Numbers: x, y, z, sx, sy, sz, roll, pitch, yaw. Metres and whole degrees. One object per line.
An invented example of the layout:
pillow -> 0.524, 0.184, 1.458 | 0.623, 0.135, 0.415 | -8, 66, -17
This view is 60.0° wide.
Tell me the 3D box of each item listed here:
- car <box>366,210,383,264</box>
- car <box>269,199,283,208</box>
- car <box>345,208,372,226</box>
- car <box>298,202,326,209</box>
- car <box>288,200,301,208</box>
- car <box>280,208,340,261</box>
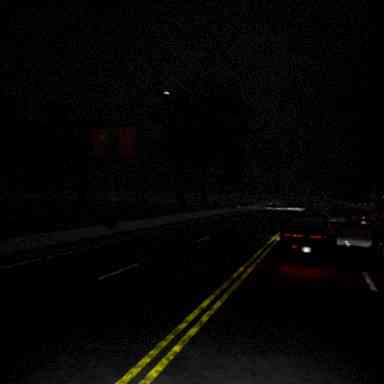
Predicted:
car -> 7.582, 1.642, 11.734 | 1.837, 1.490, 4.892 | 1, 0, 21
car -> 14.339, 1.955, 56.906 | 1.812, 1.442, 4.674 | 1, 0, 21
car -> 12.720, 1.860, 25.170 | 1.895, 1.301, 4.718 | 1, 0, 21
car -> 9.982, 1.792, 27.078 | 1.994, 1.385, 4.181 | 1, 0, 21
car -> 17.421, 2.034, 55.881 | 1.994, 1.385, 4.181 | 1, 0, 21
car -> 4.555, 1.602, 12.914 | 1.837, 1.490, 4.892 | 1, 0, 22
